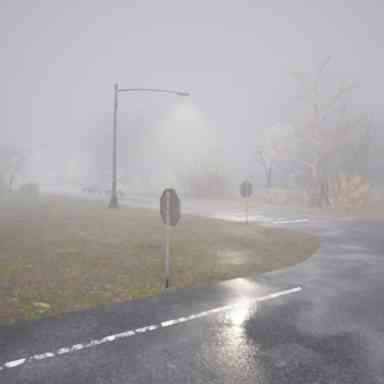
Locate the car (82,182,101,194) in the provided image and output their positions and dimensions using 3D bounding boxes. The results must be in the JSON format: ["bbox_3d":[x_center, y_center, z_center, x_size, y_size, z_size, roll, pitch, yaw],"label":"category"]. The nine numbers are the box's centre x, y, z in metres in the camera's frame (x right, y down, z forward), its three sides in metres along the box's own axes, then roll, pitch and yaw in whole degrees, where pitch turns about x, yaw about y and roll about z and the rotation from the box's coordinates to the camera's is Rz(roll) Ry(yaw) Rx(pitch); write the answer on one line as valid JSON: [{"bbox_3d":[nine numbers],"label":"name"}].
[{"bbox_3d":[-17.927,-0.716,59.698,2.150,2.045,5.566,1,1,-36],"label":"car"}]

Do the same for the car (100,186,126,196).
[{"bbox_3d":[-12.103,-0.016,51.580,1.895,1.301,4.718,1,2,-36],"label":"car"}]
